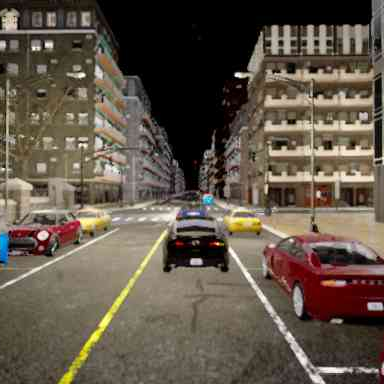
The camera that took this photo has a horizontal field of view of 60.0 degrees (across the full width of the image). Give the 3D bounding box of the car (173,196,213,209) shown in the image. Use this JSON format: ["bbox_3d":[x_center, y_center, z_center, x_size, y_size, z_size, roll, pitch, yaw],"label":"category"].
[{"bbox_3d":[0.119,1.355,21.005,2.097,1.767,4.553,0,0,1],"label":"car"}]

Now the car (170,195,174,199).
[{"bbox_3d":[-5.684,1.521,90.434,1.802,1.307,4.206,1,0,0],"label":"car"}]

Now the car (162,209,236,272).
[{"bbox_3d":[0.103,1.508,10.746,1.837,1.490,4.892,0,0,0],"label":"car"}]

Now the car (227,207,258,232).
[{"bbox_3d":[2.699,1.529,18.529,1.752,1.417,4.829,1,0,0],"label":"car"}]

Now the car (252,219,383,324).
[{"bbox_3d":[2.699,1.547,7.125,1.887,1.381,4.507,1,0,0],"label":"car"}]

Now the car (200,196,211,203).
[{"bbox_3d":[2.697,1.538,67.694,1.947,1.339,4.313,1,0,0],"label":"car"}]

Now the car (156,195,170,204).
[{"bbox_3d":[-5.683,1.560,62.079,1.802,1.307,4.206,1,0,0],"label":"car"}]

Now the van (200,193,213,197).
[{"bbox_3d":[2.701,1.325,56.351,1.690,1.788,3.998,1,0,0],"label":"van"}]

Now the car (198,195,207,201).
[{"bbox_3d":[2.697,1.500,84.706,2.008,1.369,4.403,1,0,0],"label":"car"}]

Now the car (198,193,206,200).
[{"bbox_3d":[2.700,1.254,90.377,2.192,1.841,5.009,1,0,0],"label":"car"}]

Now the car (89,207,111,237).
[{"bbox_3d":[-5.681,1.529,18.205,1.752,1.417,4.829,1,0,0],"label":"car"}]

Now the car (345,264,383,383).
[{"bbox_3d":[2.699,1.545,1.508,1.887,1.381,4.507,1,0,0],"label":"car"}]

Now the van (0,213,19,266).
[{"bbox_3d":[-5.678,1.343,7.148,1.690,1.788,3.998,1,0,0],"label":"van"}]

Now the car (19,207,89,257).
[{"bbox_3d":[-5.680,1.443,12.761,1.967,1.590,4.097,1,0,0],"label":"car"}]
